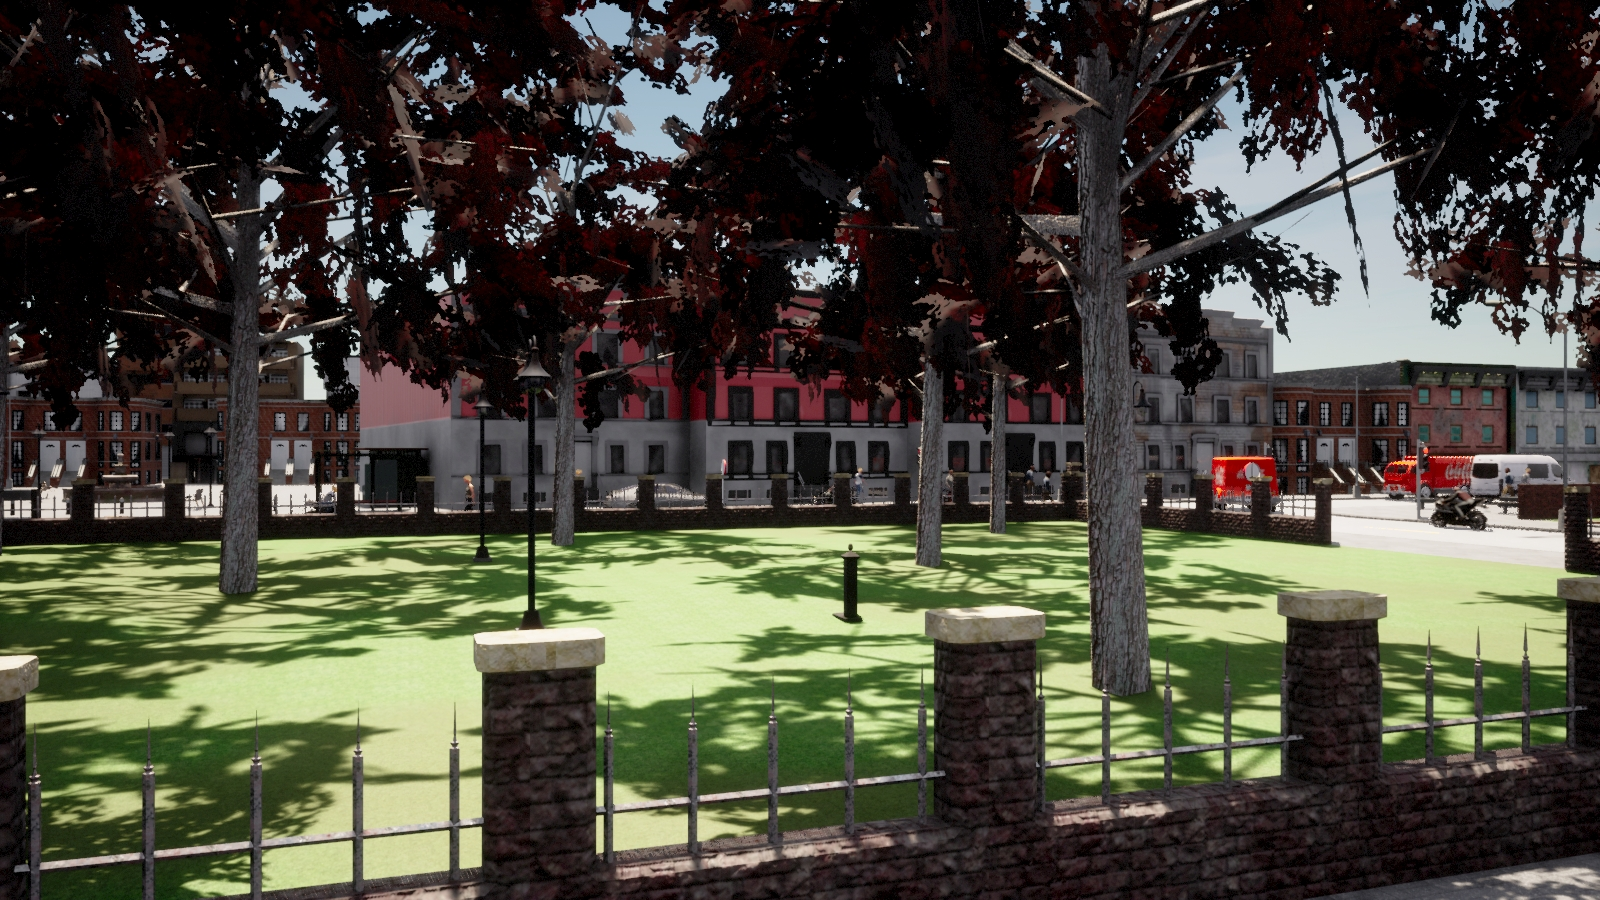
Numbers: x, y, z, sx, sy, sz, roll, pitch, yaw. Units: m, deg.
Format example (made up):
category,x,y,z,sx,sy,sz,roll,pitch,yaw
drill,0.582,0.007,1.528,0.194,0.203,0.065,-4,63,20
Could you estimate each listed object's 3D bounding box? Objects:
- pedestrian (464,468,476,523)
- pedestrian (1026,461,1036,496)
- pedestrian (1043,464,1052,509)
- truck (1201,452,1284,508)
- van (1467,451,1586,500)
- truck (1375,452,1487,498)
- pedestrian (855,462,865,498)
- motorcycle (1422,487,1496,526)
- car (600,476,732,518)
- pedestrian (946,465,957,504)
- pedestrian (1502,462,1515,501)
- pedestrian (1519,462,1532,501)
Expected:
category,x,y,z,sx,sy,sz,roll,pitch,yaw
pedestrian,-11.098,1.523,38.437,0.375,1.860,0.375,0,0,-19
pedestrian,12.337,1.524,61.032,0.375,1.860,0.375,0,0,-17
pedestrian,10.335,1.525,47.718,0.375,1.860,0.375,0,0,15
truck,20.539,1.345,53.311,2.627,2.467,5.204,-1,0,10
van,38.548,1.314,60.638,5.915,2.561,1.988,0,0,-18
truck,35.004,1.348,63.458,5.204,2.467,2.627,0,0,-19
pedestrian,3.040,1.523,58.041,0.375,1.860,0.375,0,0,-23
motorcycle,23.249,1.985,40.339,0.867,1.251,2.209,0,0,-20
car,-5.342,1.827,45.478,4.902,1.511,2.128,0,0,-19
pedestrian,7.172,1.629,54.206,0.375,1.860,0.375,0,0,-19
pedestrian,33.956,1.517,54.765,0.375,1.860,0.375,0,0,5
pedestrian,35.121,1.515,55.330,0.375,1.860,0.375,0,0,-3
